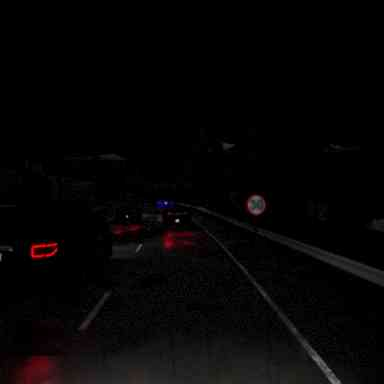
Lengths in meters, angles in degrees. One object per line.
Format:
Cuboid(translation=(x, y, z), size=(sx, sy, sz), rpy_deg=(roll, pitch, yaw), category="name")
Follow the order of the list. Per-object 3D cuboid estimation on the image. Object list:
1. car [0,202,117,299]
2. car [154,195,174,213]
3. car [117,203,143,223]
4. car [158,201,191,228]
Cuboid(translation=(-3.629, 1.264, 8.631), size=(2.150, 2.045, 5.566), rpy_deg=(0, 0, -2), category="car")
Cuboid(translation=(-3.386, 1.403, 40.405), size=(2.150, 2.045, 5.566), rpy_deg=(0, 0, -10), category="car")
Cuboid(translation=(-5.047, 1.616, 26.958), size=(2.128, 1.511, 4.902), rpy_deg=(0, 0, -6), category="car")
Cuboid(translation=(-1.130, 1.593, 23.148), size=(2.128, 1.511, 4.902), rpy_deg=(0, 0, -5), category="car")
